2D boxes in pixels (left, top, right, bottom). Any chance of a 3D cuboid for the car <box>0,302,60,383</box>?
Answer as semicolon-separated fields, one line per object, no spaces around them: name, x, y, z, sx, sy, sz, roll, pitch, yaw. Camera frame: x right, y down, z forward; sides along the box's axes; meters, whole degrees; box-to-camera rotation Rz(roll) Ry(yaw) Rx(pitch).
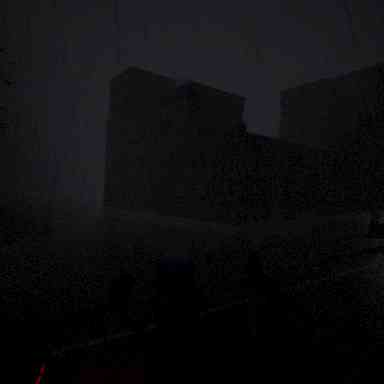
car;-3.330;1.473;1.617;5.008;1.535;1.882;0;0;-35
